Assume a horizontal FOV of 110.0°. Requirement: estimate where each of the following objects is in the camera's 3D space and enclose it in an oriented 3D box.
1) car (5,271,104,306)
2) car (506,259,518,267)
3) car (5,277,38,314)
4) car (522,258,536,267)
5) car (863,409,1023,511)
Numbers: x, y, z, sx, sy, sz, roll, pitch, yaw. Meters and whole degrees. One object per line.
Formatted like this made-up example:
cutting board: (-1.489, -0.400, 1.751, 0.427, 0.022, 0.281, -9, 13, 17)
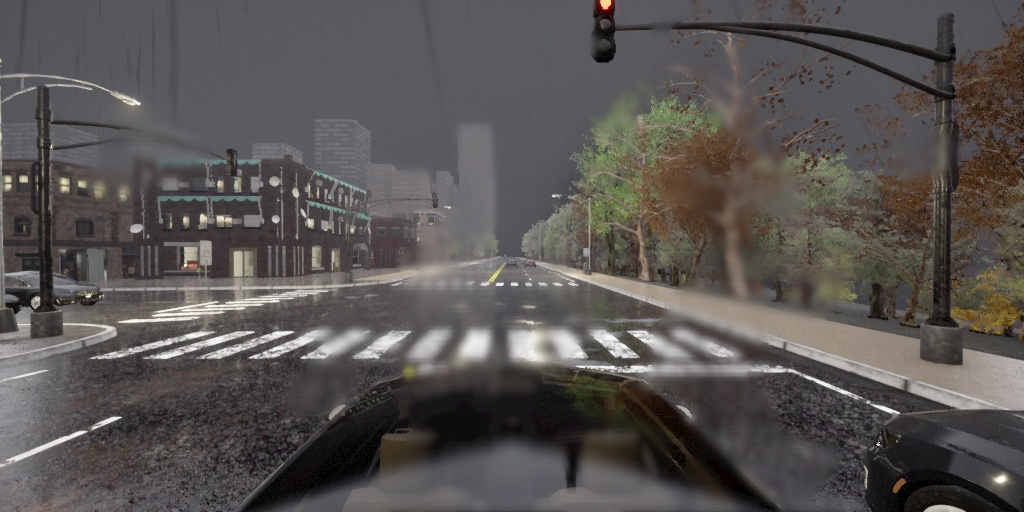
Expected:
car: (-20.315, 1.480, 15.131, 4.892, 1.490, 1.837, -1, 1, 0)
car: (-0.048, 1.231, 63.053, 1.837, 1.490, 4.892, 0, 0, 0)
car: (-19.973, 1.565, 12.427, 4.313, 1.339, 1.948, 0, 0, 0)
car: (3.204, 1.252, 63.367, 1.812, 1.442, 4.674, 0, 0, 0)
car: (3.353, 1.255, 0.435, 1.837, 1.490, 4.892, 0, 0, 0)
